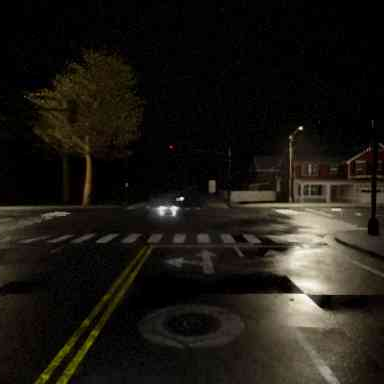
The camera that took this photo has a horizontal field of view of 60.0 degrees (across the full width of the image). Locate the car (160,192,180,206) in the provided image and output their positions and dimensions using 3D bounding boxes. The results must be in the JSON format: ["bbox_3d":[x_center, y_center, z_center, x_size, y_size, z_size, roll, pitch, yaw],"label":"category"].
[{"bbox_3d":[-2.853,1.015,41.178,1.895,1.301,4.718,0,1,0],"label":"car"}]

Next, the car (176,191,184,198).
[{"bbox_3d":[-2.727,0.444,72.502,2.128,1.511,4.902,0,1,0],"label":"car"}]
